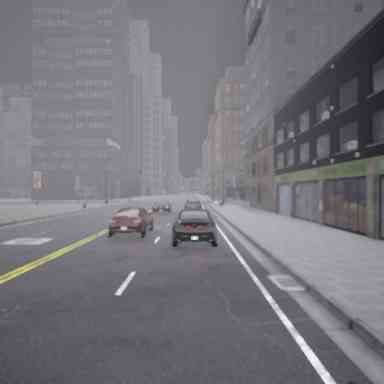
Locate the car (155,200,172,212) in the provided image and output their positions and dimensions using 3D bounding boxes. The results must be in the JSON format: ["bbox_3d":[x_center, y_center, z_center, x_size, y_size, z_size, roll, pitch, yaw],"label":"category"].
[{"bbox_3d":[-3.137,1.566,36.009,1.895,1.301,4.718,0,0,0],"label":"car"}]

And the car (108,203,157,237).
[{"bbox_3d":[-3.147,1.508,17.675,1.812,1.442,4.674,0,0,0],"label":"car"}]

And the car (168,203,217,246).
[{"bbox_3d":[0.104,1.492,15.200,1.837,1.490,4.892,0,1,0],"label":"car"}]

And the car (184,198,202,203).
[{"bbox_3d":[0.112,1.455,37.121,2.128,1.511,4.902,0,0,0],"label":"car"}]
